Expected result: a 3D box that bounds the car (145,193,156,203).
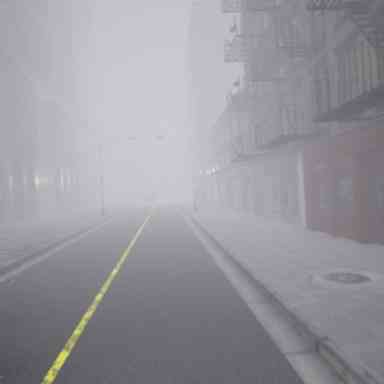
[{"bbox_3d":[-9.049,1.347,72.840,2.150,2.045,5.566,-3,0,-5],"label":"car"}]
